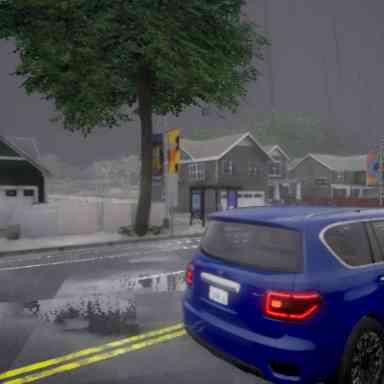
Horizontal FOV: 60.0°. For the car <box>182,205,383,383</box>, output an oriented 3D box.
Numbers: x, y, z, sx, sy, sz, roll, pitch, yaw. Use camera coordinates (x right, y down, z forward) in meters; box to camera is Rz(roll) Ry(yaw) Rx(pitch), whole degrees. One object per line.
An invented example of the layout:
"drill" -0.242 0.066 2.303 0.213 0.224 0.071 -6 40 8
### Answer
"car" 2.476 1.218 5.231 5.566 2.045 2.150 0 0 -36
